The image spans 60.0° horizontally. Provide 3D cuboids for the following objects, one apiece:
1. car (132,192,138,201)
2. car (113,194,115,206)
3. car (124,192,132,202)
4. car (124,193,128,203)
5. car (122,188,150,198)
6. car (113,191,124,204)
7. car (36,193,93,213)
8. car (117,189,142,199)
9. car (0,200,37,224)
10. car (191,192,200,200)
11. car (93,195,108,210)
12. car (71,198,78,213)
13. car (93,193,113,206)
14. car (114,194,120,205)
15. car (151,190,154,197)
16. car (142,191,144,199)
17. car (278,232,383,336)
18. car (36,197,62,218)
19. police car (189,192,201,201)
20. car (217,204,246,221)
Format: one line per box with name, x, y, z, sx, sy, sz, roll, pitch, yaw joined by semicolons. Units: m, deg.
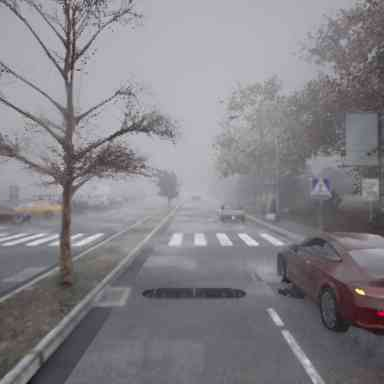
car;-13.780;1.220;65.390;4.792;1.488;2.163;-1;1;-20
car;-13.846;1.462;47.349;4.792;1.488;2.163;-1;1;-20
car;-13.804;1.281;59.373;5.008;1.535;2.097;-1;1;-20
car;-13.816;1.364;56.374;4.674;1.452;2.002;-1;1;-20
car;-13.822;0.744;80.358;5.566;2.045;2.435;-1;1;-20
car;-13.848;1.239;53.361;4.553;1.767;2.185;-1;1;-20
car;-13.807;1.260;35.368;5.566;2.045;2.435;-1;0;-20
car;-13.783;0.896;68.389;5.566;2.045;2.435;-1;1;-20
car;-13.813;1.545;23.352;4.792;1.488;2.163;-1;0;-20
car;0.912;0.858;80.068;2.097;1.767;4.553;0;1;0
car;-13.653;1.475;41.422;5.366;1.575;1.946;-1;0;-20
car;-13.836;1.555;32.349;4.674;1.452;2.002;-1;0;-20
car;-13.851;1.208;44.348;5.566;2.045;2.435;-1;1;-20
car;-13.820;1.444;50.374;4.674;1.452;2.002;-1;0;-20
car;-13.792;0.883;92.382;4.892;1.521;2.231;-1;0;-20
car;-13.627;1.099;71.444;5.366;1.575;1.946;-1;1;-20
car;3.103;1.527;6.675;1.812;1.442;4.674;0;0;0
car;-14.006;1.518;29.276;5.366;1.575;1.946;-1;0;-20
police car;0.911;1.055;70.202;1.930;1.638;5.238;0;1;0
car;3.104;1.628;27.178;1.895;1.301;4.718;0;0;0
